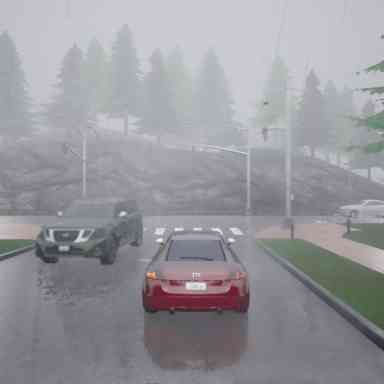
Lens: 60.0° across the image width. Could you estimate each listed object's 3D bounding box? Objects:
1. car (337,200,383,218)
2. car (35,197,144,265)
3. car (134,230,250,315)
[{"bbox_3d":[14.374,1.363,27.170,4.674,1.442,1.812,0,0,0],"label":"car"},{"bbox_3d":[-3.318,1.223,12.051,2.150,2.045,5.566,0,0,6],"label":"car"},{"bbox_3d":[0.084,1.564,7.648,1.994,1.385,4.181,0,0,0],"label":"car"}]
